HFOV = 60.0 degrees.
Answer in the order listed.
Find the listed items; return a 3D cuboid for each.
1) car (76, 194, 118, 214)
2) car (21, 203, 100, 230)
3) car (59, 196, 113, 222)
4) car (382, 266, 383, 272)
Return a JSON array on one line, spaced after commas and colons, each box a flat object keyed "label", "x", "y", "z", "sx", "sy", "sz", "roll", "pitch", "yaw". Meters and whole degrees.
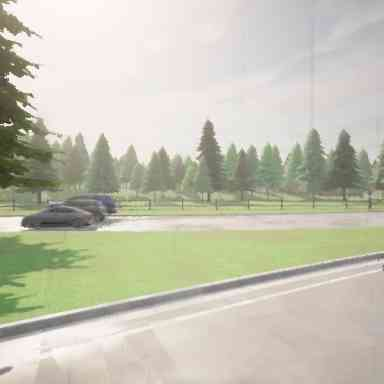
[{"label": "car", "x": -8.972, "y": 1.213, "z": 27.403, "sx": 5.566, "sy": 2.045, "sz": 2.150, "roll": 0, "pitch": 0, "yaw": -1}, {"label": "car", "x": -8.166, "y": 1.559, "z": 20.505, "sx": 4.181, "sy": 1.385, "sz": 1.994, "roll": 0, "pitch": 0, "yaw": -2}, {"label": "car", "x": -8.397, "y": 1.345, "z": 23.992, "sx": 4.553, "sy": 1.767, "sz": 2.097, "roll": 0, "pitch": 0, "yaw": -2}, {"label": "car", "x": 6.922, "y": 1.536, "z": 8.192, "sx": 5.357, "sy": 1.411, "sz": 2.033, "roll": 0, "pitch": 0, "yaw": -32}]
